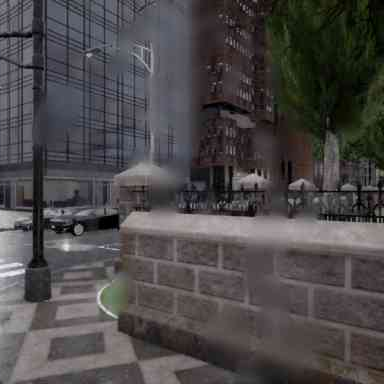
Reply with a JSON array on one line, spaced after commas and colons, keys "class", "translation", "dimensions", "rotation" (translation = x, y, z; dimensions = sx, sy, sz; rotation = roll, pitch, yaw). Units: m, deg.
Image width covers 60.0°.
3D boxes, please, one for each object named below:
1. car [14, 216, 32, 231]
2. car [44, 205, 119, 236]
[{"class": "car", "translation": [-8.410, 1.631, 20.194], "dimensions": [2.008, 1.369, 4.403], "rotation": [0, -1, 36]}, {"class": "car", "translation": [-5.750, 1.563, 19.318], "dimensions": [1.882, 1.535, 5.008], "rotation": [0, 0, 36]}]
